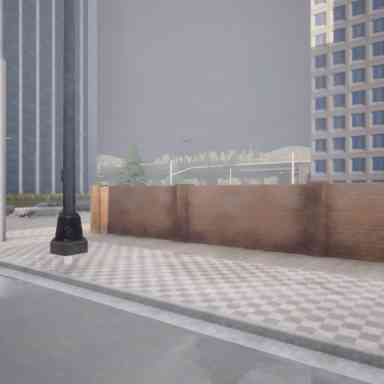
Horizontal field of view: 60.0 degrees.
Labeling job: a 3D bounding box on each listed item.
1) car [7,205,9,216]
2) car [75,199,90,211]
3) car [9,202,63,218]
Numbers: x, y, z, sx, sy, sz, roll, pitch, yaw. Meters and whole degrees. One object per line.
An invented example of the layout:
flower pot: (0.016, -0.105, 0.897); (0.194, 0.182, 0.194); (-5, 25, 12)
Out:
car: (-18.176, 1.547, 29.228); (2.033, 1.411, 5.357); (0, 0, 32)
car: (-12.366, 1.547, 37.458); (2.033, 1.411, 5.357); (0, 0, 35)
car: (-13.373, 1.600, 29.922); (1.895, 1.301, 4.718); (0, 0, 35)
